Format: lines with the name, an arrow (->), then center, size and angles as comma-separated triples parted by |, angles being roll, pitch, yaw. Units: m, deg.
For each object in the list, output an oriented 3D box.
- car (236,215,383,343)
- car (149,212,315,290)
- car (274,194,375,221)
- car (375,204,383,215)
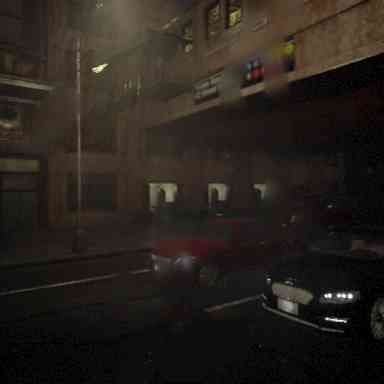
car -> 3.440, 1.443, 6.448 | 4.902, 1.511, 2.128 | -1, 0, -36
car -> 1.092, 1.481, 9.072 | 4.674, 1.442, 1.812 | -1, 0, -36
car -> 6.294, 1.119, 16.417 | 5.566, 2.045, 2.435 | -1, 0, -36
car -> 12.290, 1.428, 20.752 | 4.718, 1.301, 1.895 | -1, 0, -36
